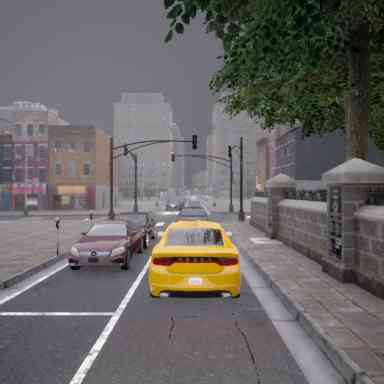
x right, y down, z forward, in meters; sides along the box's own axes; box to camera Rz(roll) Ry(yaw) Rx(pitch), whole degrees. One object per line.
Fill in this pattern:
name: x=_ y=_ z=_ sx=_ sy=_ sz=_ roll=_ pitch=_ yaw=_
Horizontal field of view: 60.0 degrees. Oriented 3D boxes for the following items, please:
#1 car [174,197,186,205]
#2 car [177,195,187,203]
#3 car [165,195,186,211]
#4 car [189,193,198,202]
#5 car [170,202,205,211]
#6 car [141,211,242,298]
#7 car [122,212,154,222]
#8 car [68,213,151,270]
car: x=-2.201 y=1.586 z=61.624 sx=1.895 sy=1.301 sz=4.718 roll=0 pitch=0 yaw=0
car: x=-2.132 y=1.480 z=71.825 sx=1.837 sy=1.490 sz=4.892 roll=0 pitch=0 yaw=0
car: x=-2.239 y=1.482 z=41.628 sx=2.128 sy=1.511 sz=4.902 roll=0 pitch=0 yaw=0
car: x=0.368 y=1.508 z=66.839 sx=1.812 sy=1.442 sz=4.674 roll=0 pitch=0 yaw=0
car: x=0.026 y=1.546 z=19.050 sx=2.033 sy=1.411 sz=5.357 roll=0 pitch=0 yaw=0
car: x=0.076 y=1.477 z=8.561 sx=1.882 sy=1.535 sz=5.008 roll=0 pitch=0 yaw=0
car: x=-2.621 y=1.565 z=14.629 sx=1.947 sy=1.339 sz=4.313 roll=0 pitch=0 yaw=0
car: x=-2.625 y=1.581 z=10.966 sx=1.802 sy=1.307 sz=4.206 roll=0 pitch=0 yaw=0
